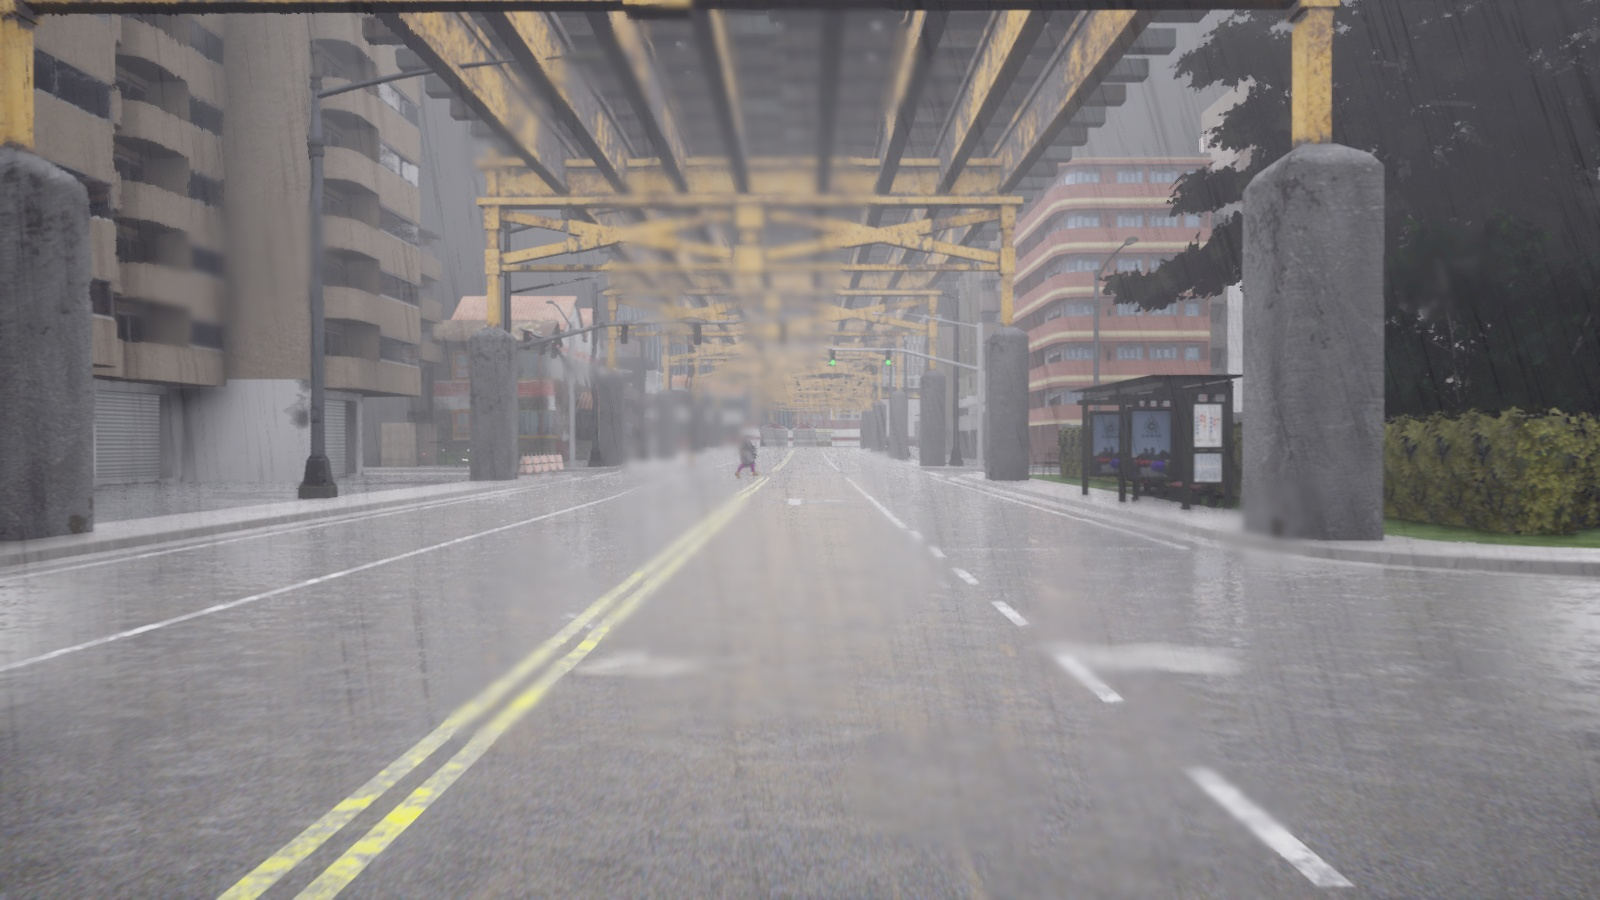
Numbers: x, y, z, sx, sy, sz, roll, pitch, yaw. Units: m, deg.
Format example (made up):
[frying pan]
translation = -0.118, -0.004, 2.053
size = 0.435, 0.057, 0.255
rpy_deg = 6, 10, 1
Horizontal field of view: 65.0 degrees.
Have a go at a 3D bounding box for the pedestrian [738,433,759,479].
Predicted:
[pedestrian]
translation = -2.186, 0.239, 53.578
size = 0.873, 1.952, 0.659
rpy_deg = 0, 0, 0
